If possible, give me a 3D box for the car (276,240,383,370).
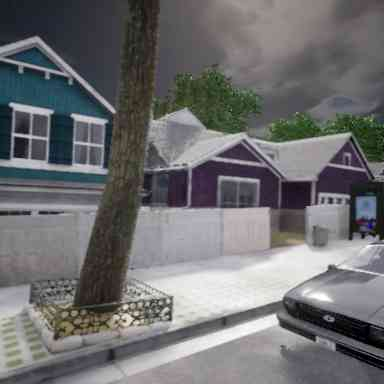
[{"bbox_3d":[3.897,1.577,5.816,5.357,1.411,2.033,0,0,-35],"label":"car"}]
